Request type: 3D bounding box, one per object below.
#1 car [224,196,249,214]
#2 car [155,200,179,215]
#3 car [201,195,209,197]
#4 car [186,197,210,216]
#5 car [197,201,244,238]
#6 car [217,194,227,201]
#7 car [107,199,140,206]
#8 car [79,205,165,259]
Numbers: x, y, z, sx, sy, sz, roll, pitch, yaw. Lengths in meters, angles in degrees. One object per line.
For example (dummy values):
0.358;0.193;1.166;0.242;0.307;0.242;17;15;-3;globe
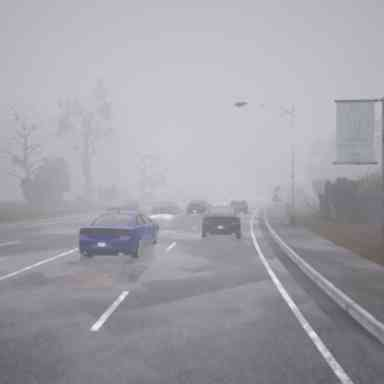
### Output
5.030;1.490;35.600;2.128;1.511;4.902;0;0;12;car
-2.729;1.525;33.817;1.994;1.385;4.181;0;0;12;car
2.764;1.425;71.998;1.837;1.490;4.892;0;0;14;car
0.737;1.484;32.317;1.837;1.490;4.892;0;0;12;car
1.647;1.474;17.763;1.882;1.535;5.008;0;0;8;car
6.879;1.264;74.141;2.128;1.511;4.902;0;0;14;car
-6.618;1.421;32.358;1.882;1.535;5.008;0;0;12;car
-2.532;1.459;12.656;1.882;1.535;5.008;0;0;6;car
